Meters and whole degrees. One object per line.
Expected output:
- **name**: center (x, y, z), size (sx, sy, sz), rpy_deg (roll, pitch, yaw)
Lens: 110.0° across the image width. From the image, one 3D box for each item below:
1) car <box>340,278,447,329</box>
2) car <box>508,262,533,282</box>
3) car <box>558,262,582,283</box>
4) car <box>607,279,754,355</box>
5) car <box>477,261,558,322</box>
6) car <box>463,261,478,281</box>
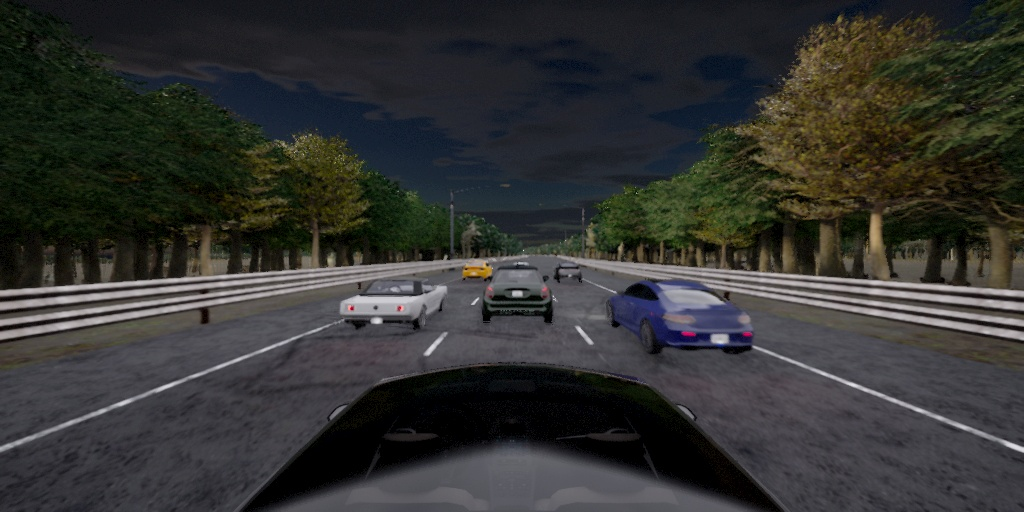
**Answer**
- **car**: center (-3.314, 1.323, 11.139), size (1.895, 1.301, 4.718), rpy_deg (0, 0, 1)
- **car**: center (0.729, 1.205, 28.609), size (1.812, 1.442, 4.674), rpy_deg (0, 0, 3)
- **car**: center (4.183, 1.177, 27.523), size (2.128, 1.511, 4.902), rpy_deg (0, 0, 3)
- **car**: center (3.635, 1.260, 8.529), size (1.812, 1.442, 4.674), rpy_deg (0, 0, 1)
- **car**: center (0.210, 1.074, 12.267), size (2.097, 1.767, 4.553), rpy_deg (0, 0, 2)
- **car**: center (-2.744, 1.153, 29.252), size (1.882, 1.535, 5.008), rpy_deg (0, 0, 3)
